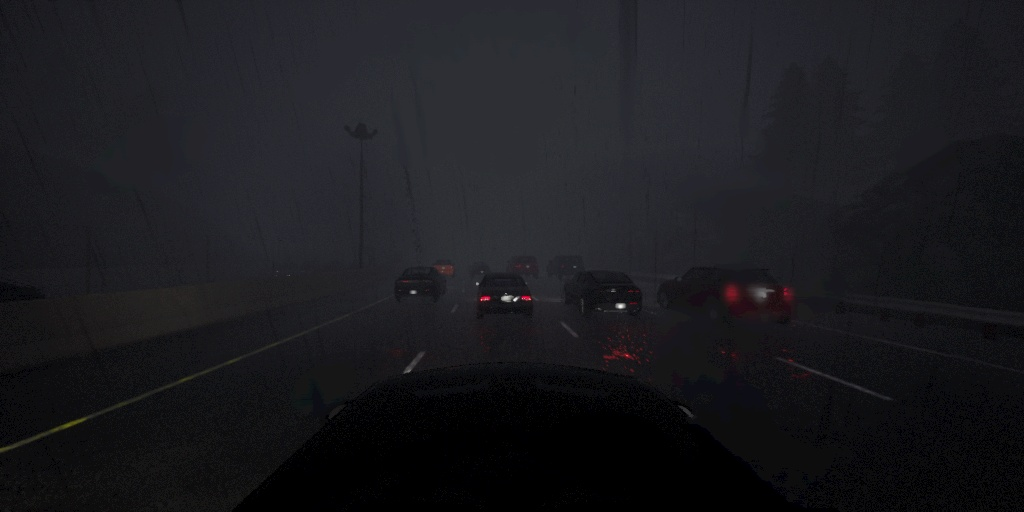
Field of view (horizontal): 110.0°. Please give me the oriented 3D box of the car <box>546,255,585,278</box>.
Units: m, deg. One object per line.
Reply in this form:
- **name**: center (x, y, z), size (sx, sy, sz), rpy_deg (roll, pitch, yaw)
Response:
- **car**: center (4.620, 0.963, 31.339), size (2.150, 2.045, 5.566), rpy_deg (0, 0, -9)

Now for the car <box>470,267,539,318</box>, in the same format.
- **car**: center (-0.343, 1.299, 13.012), size (2.033, 1.411, 5.357), rpy_deg (0, 0, -4)

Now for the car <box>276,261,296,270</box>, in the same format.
- **car**: center (-32.969, 1.429, 52.578), size (1.895, 1.301, 4.718), rpy_deg (0, 0, -18)

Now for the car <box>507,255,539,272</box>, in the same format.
- **car**: center (0.885, 0.972, 32.520), size (2.150, 2.045, 5.566), rpy_deg (0, 0, -9)

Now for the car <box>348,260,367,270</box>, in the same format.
- **car**: center (-20.862, 1.326, 48.701), size (1.812, 1.442, 4.674), rpy_deg (0, 0, -16)

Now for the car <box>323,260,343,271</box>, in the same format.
- **car**: center (-24.855, 1.335, 49.947), size (1.812, 1.442, 4.674), rpy_deg (0, 0, -16)

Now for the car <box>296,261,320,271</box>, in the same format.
- **car**: center (-29.023, 1.383, 51.608), size (1.994, 1.385, 4.181), rpy_deg (0, 0, -17)

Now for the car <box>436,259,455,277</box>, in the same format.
- **car**: center (-6.682, 1.119, 34.946), size (2.097, 1.767, 4.553), rpy_deg (0, 0, -10)

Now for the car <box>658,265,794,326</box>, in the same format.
- **car**: center (6.683, 1.088, 11.862), size (2.097, 1.767, 4.553), rpy_deg (0, 0, -3)

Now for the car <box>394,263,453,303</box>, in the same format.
- **car**: center (-4.190, 1.252, 16.931), size (2.128, 1.511, 4.902), rpy_deg (0, 0, -5)

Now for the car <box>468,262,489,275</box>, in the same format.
- **car**: center (-3.167, 1.285, 35.193), size (1.812, 1.442, 4.674), rpy_deg (0, 0, -10)

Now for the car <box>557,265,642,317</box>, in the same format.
- **car**: center (3.114, 1.249, 13.158), size (1.837, 1.490, 4.892), rpy_deg (0, 0, -3)

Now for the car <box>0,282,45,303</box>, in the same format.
- **car**: center (-14.338, 1.288, 8.242), size (1.837, 1.490, 4.892), rpy_deg (0, 0, -3)
